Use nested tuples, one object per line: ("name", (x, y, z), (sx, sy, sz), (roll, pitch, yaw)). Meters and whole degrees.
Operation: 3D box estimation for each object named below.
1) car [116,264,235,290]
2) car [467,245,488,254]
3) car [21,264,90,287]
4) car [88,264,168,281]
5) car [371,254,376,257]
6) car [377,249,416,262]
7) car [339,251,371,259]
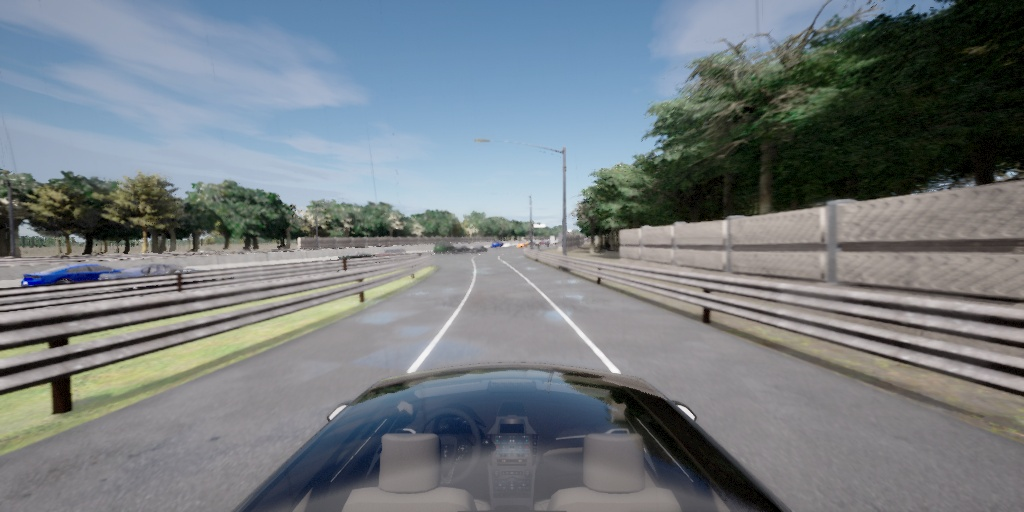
("car", (-19.108, 1.307, 20.903), (1.895, 1.301, 4.718), (0, 3, 17))
("car", (-5.806, -1.199, 64.695), (1.812, 1.442, 4.674), (0, 3, 17))
("car", (-26.061, 1.227, 22.099), (1.882, 1.535, 5.008), (0, 3, 17))
("car", (-22.221, 1.206, 22.699), (2.033, 1.411, 5.357), (0, 3, 17))
("car", (-15.315, -0.048, 45.433), (1.994, 1.385, 4.181), (0, 3, 17))
("car", (-12.967, -0.076, 41.120), (2.097, 1.767, 4.553), (0, 3, 17))
("car", (-19.150, 0.073, 44.850), (1.895, 1.301, 4.718), (0, 3, 17))
